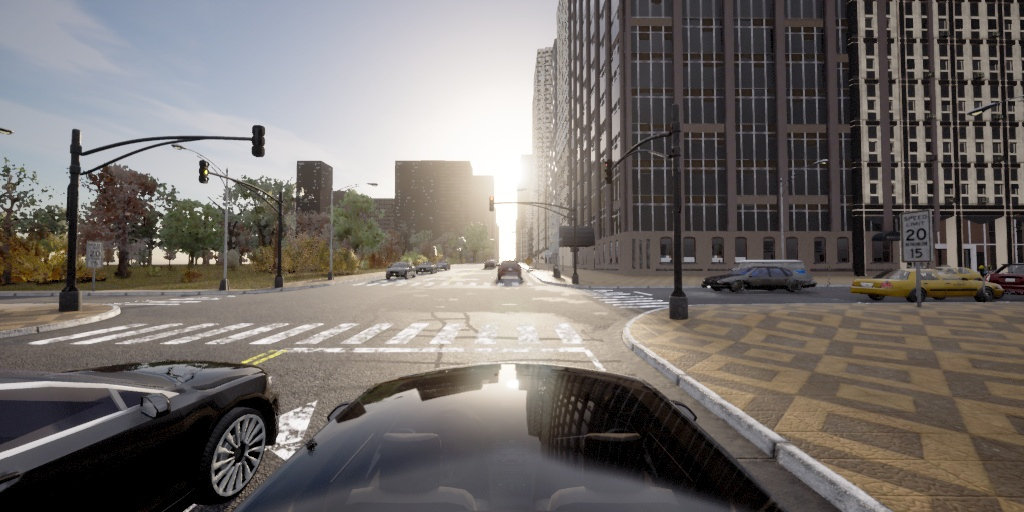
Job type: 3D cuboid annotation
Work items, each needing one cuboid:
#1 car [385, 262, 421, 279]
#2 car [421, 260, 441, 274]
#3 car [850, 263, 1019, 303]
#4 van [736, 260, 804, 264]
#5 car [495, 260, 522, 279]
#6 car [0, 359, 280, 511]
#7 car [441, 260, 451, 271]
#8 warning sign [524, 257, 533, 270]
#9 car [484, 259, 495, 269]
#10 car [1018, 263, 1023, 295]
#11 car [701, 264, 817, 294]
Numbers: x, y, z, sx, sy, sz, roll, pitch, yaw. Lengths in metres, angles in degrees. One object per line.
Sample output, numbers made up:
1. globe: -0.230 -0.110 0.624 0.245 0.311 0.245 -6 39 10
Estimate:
1. car: -10.149 1.320 33.073 1.837 1.490 4.892 0 0 -2
2. car: -10.226 1.416 42.971 1.994 1.385 4.181 0 0 0
3. car: 16.215 1.076 14.073 4.829 1.417 1.751 0 0 -1
4. van: 15.759 1.124 22.087 3.998 1.789 1.690 0 0 -1
5. car: -0.209 1.167 33.113 2.097 1.767 4.553 0 0 -1
6. car: -3.140 1.242 1.495 2.128 1.511 4.902 0 0 -1
7. car: -10.319 1.392 53.195 2.128 1.511 4.902 0 0 -1
8. warning sign: 2.395 1.003 50.903 1.300 1.860 1.060 0 0 -1
9. car: -3.816 1.461 62.736 1.837 1.490 4.892 0 0 -1
10. car: 21.629 0.962 14.190 4.097 1.591 1.967 0 0 -1
11. car: 13.305 1.268 19.445 5.357 1.411 2.033 0 -2 -1
